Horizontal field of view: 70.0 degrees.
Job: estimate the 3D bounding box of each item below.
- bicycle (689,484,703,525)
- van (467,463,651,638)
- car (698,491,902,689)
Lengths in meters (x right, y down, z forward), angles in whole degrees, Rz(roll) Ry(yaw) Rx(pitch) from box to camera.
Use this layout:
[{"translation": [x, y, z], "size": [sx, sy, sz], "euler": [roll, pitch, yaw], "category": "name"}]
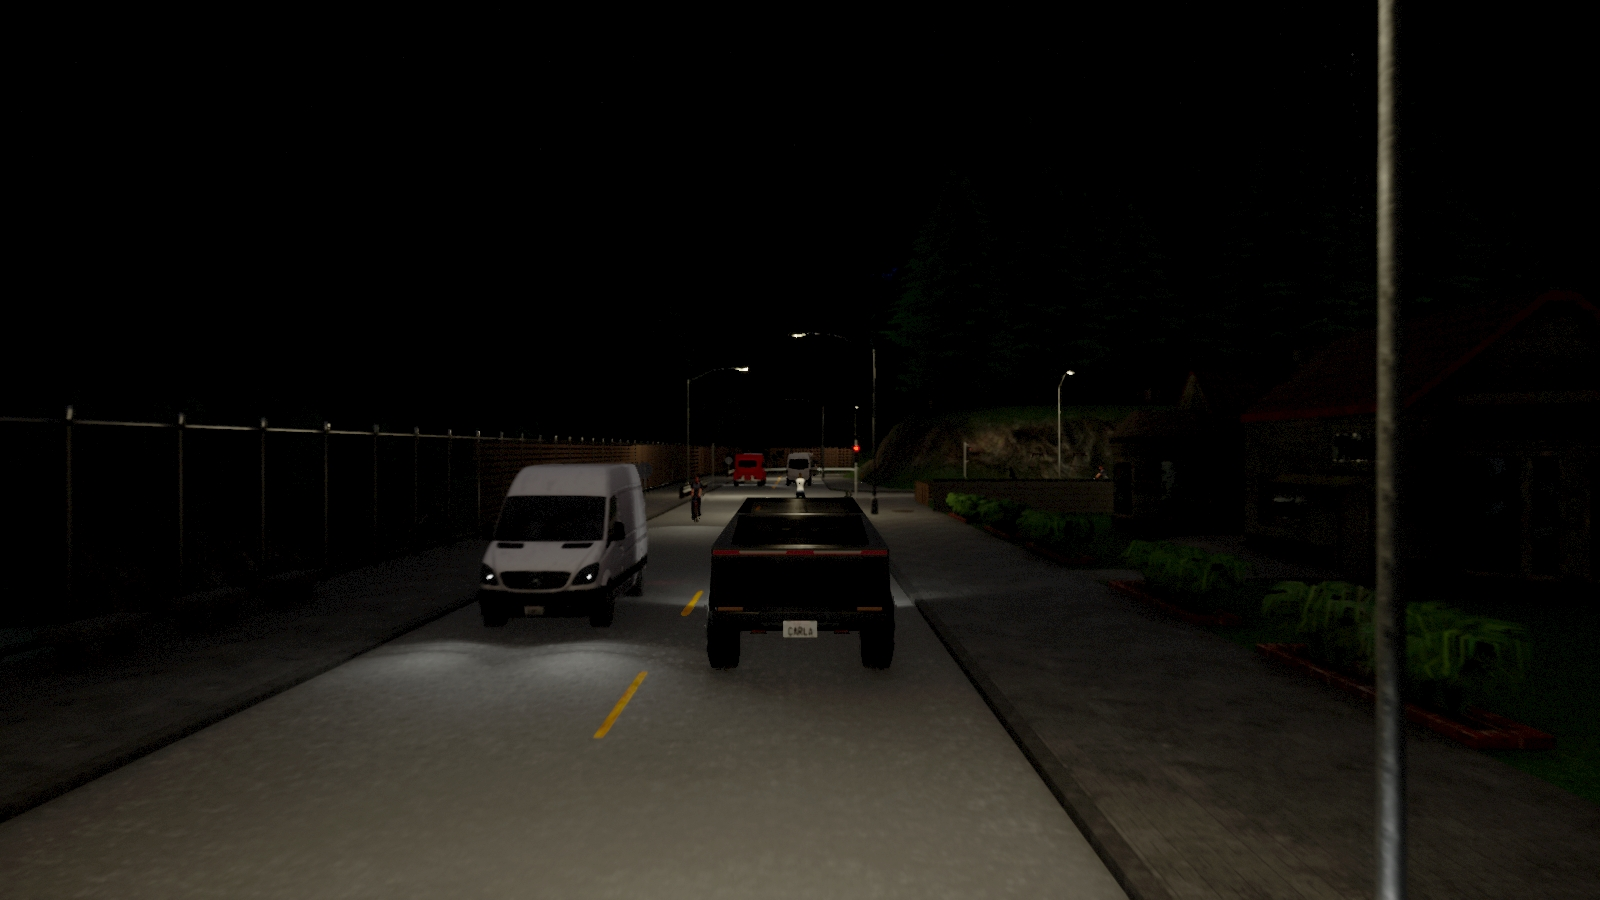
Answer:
[{"translation": [-3.964, 2.056, 43.617], "size": [0.373, 1.496, 1.643], "euler": [0, 0, 0], "category": "bicycle"}, {"translation": [-3.993, 1.535, 20.065], "size": [1.988, 2.561, 5.915], "euler": [0, 0, 0], "category": "van"}, {"translation": [0.002, 1.753, 16.531], "size": [2.390, 2.098, 6.274], "euler": [0, 0, 0], "category": "car"}]
